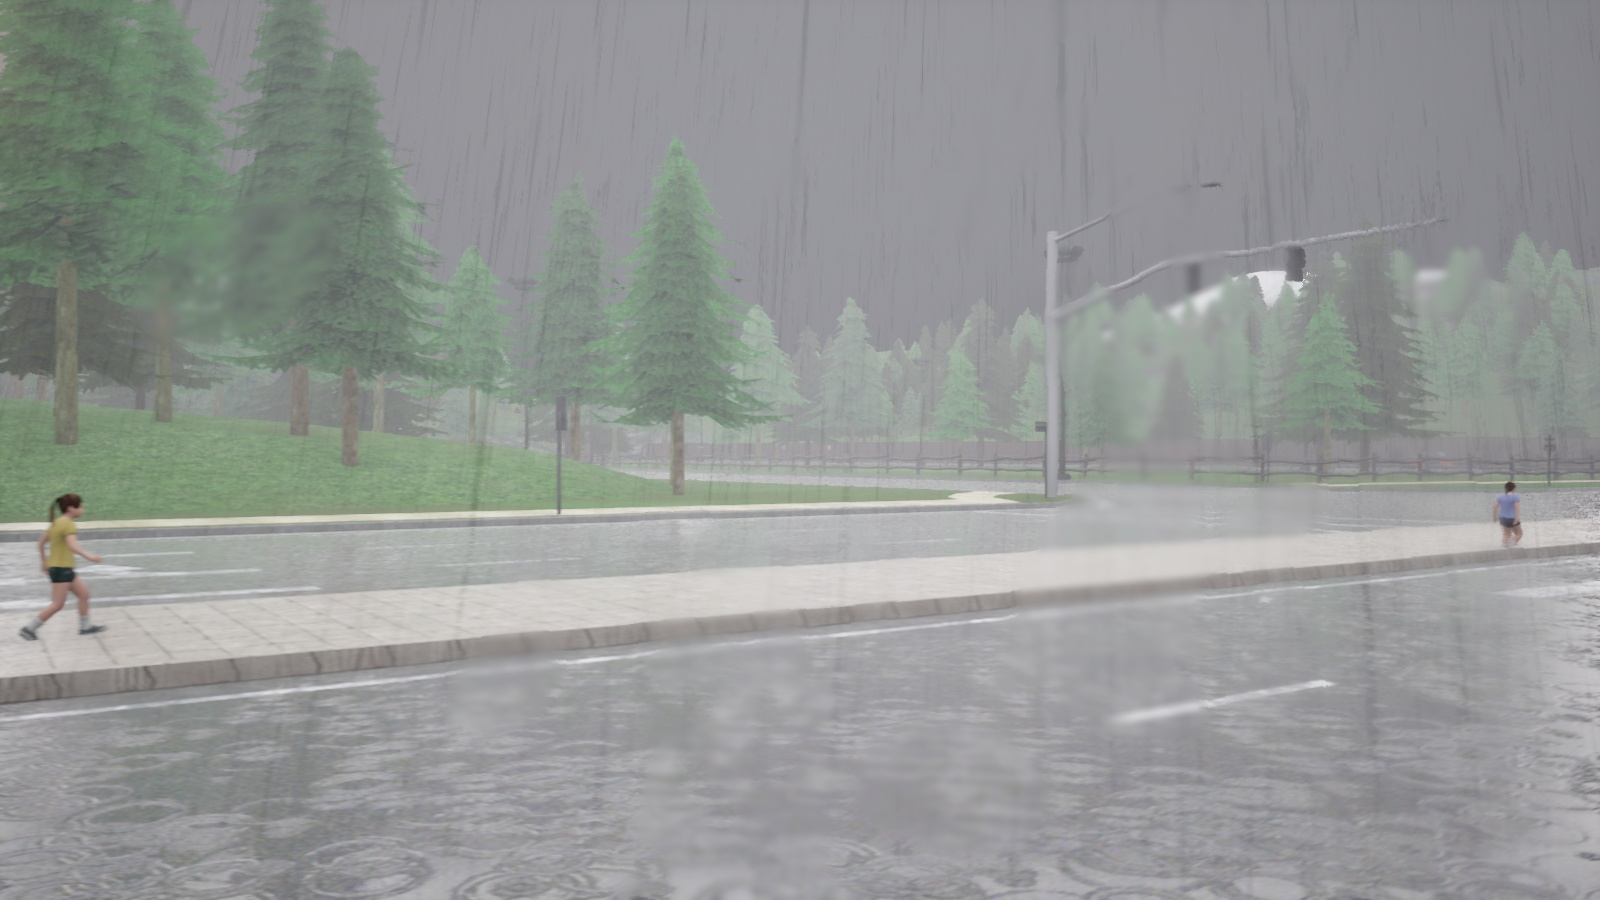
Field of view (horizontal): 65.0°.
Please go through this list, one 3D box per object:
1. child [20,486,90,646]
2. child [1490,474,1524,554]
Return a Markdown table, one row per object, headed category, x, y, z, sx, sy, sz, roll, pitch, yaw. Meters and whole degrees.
| category | x | y | z | sx | sy | sz | roll | pitch | yaw |
| --- | --- | --- | --- | --- | --- | --- | --- | --- | --- |
| child | -5.341 | 0.817 | 8.999 | 0.394 | 1.110 | 0.255 | 0 | 0 | -40 |
| child | 10.092 | 0.907 | 17.918 | 0.394 | 1.110 | 0.255 | 0 | 0 | -31 |
